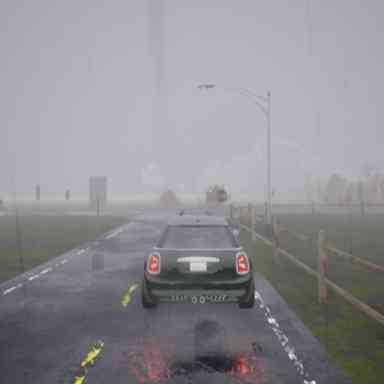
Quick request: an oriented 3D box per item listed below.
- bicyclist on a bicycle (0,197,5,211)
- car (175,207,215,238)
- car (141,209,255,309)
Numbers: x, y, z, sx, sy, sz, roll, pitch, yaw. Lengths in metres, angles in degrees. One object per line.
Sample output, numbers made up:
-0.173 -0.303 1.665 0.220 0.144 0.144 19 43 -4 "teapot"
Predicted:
-22.417 1.422 38.942 0.582 1.620 1.656 0 0 1 "bicyclist on a bicycle"
0.144 1.559 18.281 1.895 1.301 4.718 0 0 0 "car"
0.117 1.334 7.993 2.097 1.767 4.553 0 0 0 "car"
